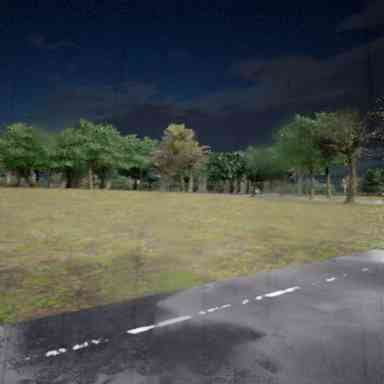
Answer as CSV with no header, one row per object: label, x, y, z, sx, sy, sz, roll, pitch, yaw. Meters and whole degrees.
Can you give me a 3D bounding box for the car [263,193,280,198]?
car,21.904,0.814,91.542,1.895,1.301,4.718,0,2,-31
